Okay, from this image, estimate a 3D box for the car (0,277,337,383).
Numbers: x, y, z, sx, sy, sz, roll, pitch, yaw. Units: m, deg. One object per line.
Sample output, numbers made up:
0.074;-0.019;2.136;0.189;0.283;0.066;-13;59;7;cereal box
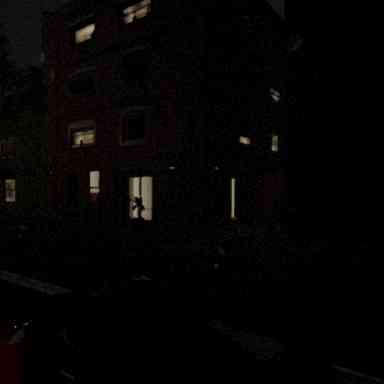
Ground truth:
-0.718;1.582;3.387;4.206;1.307;1.802;0;1;36;car
